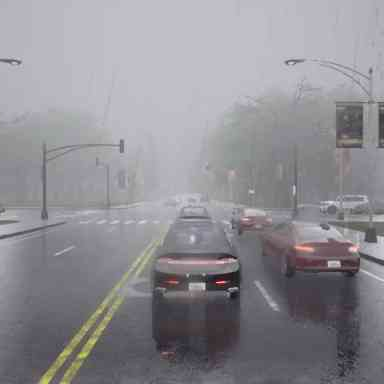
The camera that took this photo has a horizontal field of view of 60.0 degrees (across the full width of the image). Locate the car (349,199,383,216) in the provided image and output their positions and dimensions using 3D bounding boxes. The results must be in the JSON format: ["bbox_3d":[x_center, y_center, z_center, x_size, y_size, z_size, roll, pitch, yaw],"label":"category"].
[{"bbox_3d":[19.003,1.745,34.192,4.181,1.385,1.994,0,0,1],"label":"car"}]

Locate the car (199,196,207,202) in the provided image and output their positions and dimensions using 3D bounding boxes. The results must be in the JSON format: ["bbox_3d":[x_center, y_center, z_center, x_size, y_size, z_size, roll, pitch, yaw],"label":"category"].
[{"bbox_3d":[3.157,1.952,92.921,2.033,1.411,5.357,0,-1,0],"label":"car"}]

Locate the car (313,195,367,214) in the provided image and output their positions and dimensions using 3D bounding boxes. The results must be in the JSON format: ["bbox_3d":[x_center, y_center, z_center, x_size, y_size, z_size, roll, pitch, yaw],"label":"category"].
[{"bbox_3d":[17.070,1.399,37.512,5.566,2.045,2.150,0,0,-1],"label":"car"}]

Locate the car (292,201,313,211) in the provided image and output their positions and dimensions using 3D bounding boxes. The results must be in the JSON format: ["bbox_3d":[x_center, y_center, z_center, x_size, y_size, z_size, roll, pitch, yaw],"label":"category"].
[{"bbox_3d":[14.826,1.772,40.736,4.718,1.301,1.895,0,0,0],"label":"car"}]

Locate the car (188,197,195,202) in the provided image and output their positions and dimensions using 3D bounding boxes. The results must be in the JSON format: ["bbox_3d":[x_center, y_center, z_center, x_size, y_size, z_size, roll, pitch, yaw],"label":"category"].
[{"bbox_3d":[-0.093,1.965,92.918,1.994,1.385,4.181,0,-1,0],"label":"car"}]

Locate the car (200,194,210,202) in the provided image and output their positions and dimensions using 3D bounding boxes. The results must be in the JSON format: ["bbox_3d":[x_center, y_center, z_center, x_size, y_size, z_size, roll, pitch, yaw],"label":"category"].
[{"bbox_3d":[3.169,1.642,82.534,2.150,2.045,5.566,0,-1,0],"label":"car"}]

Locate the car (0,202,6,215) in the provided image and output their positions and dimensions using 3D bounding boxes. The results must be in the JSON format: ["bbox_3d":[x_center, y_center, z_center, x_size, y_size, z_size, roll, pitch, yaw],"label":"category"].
[{"bbox_3d":[-20.171,1.224,30.493,5.566,2.045,2.150,0,0,-1],"label":"car"}]

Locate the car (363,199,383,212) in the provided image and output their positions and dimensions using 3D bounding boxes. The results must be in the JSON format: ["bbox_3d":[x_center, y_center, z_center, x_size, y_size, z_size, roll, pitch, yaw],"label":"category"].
[{"bbox_3d":[23.958,1.695,40.817,5.008,1.535,1.882,0,0,0],"label":"car"}]

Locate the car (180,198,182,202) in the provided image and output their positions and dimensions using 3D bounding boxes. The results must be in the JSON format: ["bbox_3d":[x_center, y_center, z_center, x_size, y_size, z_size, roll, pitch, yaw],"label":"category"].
[{"bbox_3d":[-3.361,1.762,64.290,1.812,1.442,4.674,0,-1,0],"label":"car"}]

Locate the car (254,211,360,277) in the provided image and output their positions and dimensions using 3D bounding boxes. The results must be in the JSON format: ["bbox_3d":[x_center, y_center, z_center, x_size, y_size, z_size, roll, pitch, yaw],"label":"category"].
[{"bbox_3d":[3.336,1.533,10.138,1.812,1.442,4.674,0,0,0],"label":"car"}]

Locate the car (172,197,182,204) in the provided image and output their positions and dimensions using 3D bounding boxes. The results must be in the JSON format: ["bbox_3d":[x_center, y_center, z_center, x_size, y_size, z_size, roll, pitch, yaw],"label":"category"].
[{"bbox_3d":[-3.324,1.864,75.056,2.128,1.511,4.902,0,-1,0],"label":"car"}]

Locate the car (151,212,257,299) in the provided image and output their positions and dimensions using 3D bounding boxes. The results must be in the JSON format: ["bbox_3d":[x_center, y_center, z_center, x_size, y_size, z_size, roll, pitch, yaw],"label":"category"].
[{"bbox_3d":[0.092,1.496,8.421,2.128,1.511,4.902,0,0,0],"label":"car"}]

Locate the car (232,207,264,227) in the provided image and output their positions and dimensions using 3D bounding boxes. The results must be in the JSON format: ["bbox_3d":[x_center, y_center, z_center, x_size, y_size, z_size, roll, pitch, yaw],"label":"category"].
[{"bbox_3d":[3.342,1.555,18.947,1.812,1.442,4.674,0,0,1],"label":"car"}]

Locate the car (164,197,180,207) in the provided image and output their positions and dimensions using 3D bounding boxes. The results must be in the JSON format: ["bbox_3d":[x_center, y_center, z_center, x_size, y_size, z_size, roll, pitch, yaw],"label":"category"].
[{"bbox_3d":[-3.398,1.715,53.672,2.033,1.411,5.357,0,0,0],"label":"car"}]

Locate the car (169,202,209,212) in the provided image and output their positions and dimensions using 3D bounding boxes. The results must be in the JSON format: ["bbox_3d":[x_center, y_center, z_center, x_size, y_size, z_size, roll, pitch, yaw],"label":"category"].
[{"bbox_3d":[0.084,1.517,17.829,2.128,1.511,4.902,0,0,0],"label":"car"}]

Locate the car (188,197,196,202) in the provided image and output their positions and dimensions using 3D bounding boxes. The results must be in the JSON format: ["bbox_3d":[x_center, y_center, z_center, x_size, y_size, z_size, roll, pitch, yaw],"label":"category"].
[{"bbox_3d":[-0.081,1.893,82.464,1.882,1.535,5.008,0,-1,0],"label":"car"}]
